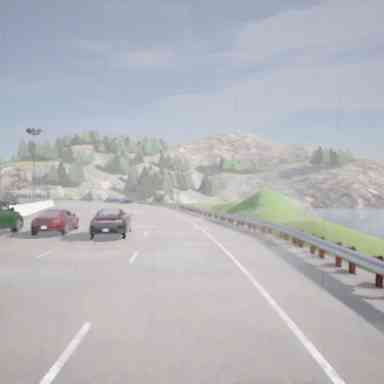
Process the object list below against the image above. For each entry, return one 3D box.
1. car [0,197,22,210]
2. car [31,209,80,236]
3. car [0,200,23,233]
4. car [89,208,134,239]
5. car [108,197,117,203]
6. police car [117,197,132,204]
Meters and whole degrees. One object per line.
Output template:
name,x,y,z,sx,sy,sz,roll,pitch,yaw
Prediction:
car,-30.042,1.802,55.401,2.150,2.045,5.566,0,0,-18
car,-8.021,1.710,19.781,1.812,1.442,4.674,0,0,-6
car,-11.354,1.421,18.292,2.150,2.045,5.566,0,0,-6
car,-4.352,1.640,18.310,2.128,1.511,4.902,0,0,-5
car,-20.386,2.191,89.284,1.882,1.535,5.008,0,0,-27
police car,-15.736,2.043,79.512,1.930,1.638,5.238,0,0,-24
